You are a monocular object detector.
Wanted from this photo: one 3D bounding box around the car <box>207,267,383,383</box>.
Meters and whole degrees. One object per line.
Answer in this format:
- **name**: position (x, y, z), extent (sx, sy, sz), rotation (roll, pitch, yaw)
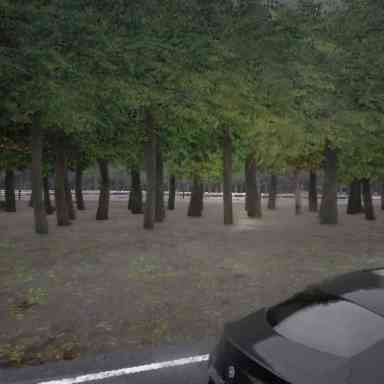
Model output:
- **car**: position (2.446, 1.528, 3.287), extent (4.674, 1.442, 1.812), rotation (0, 0, -19)
